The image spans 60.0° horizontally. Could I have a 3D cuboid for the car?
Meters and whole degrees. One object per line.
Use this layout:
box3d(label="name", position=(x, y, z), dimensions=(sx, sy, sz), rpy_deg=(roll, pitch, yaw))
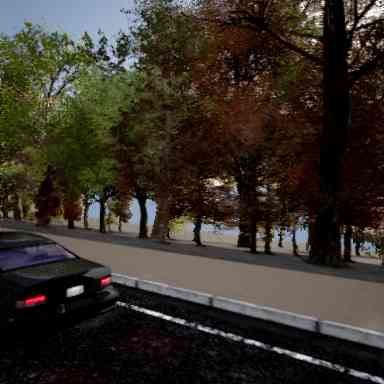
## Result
box3d(label="car", position=(-3.773, 1.489, 6.374), dimensions=(5.357, 1.411, 2.033), rpy_deg=(1, 0, 35))
